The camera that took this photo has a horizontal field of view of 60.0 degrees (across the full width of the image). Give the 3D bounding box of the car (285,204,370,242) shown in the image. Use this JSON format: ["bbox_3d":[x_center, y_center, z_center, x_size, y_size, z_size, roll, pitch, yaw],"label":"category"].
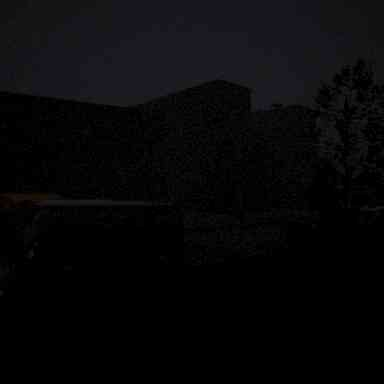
[{"bbox_3d":[6.444,1.458,16.139,4.674,1.452,2.002,1,0,-40],"label":"car"}]

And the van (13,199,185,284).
[{"bbox_3d":[-2.398,1.203,9.176,4.442,1.987,1.878,1,0,-37],"label":"van"}]

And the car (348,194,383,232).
[{"bbox_3d":[10.673,1.158,19.752,5.566,2.045,2.435,1,0,-44],"label":"car"}]
